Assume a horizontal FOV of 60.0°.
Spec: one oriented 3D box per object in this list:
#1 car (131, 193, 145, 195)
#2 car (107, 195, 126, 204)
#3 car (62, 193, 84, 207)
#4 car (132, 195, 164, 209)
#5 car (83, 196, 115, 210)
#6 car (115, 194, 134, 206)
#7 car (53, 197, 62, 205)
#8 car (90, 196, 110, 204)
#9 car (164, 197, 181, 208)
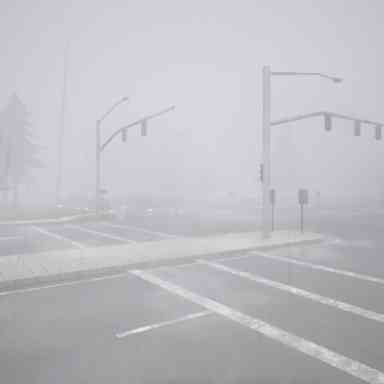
[{"bbox_3d":[-9.009,1.222,56.921,2.150,2.045,5.566,0,0,-35],"label":"car"},{"bbox_3d":[-14.795,1.478,65.274,1.882,1.535,5.008,0,0,-34],"label":"car"},{"bbox_3d":[-17.717,1.221,51.024,2.150,2.045,5.566,0,0,-35],"label":"car"},{"bbox_3d":[-6.255,1.505,46.869,1.837,1.490,4.892,0,0,-35],"label":"car"},{"bbox_3d":[-12.056,1.505,42.947,1.837,1.490,4.892,0,0,-35],"label":"car"},{"bbox_3d":[-11.495,1.505,54.362,1.837,1.490,4.892,0,0,-35],"label":"car"},{"bbox_3d":[-23.411,1.564,59.244,1.994,1.385,4.181,0,0,-34],"label":"car"},{"bbox_3d":[-17.346,1.491,62.786,2.128,1.511,4.902,0,0,-35],"label":"car"},{"bbox_3d":[-3.472,1.505,48.997,1.837,1.490,4.892,0,0,-35],"label":"car"}]
